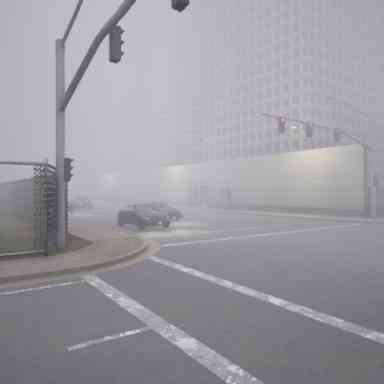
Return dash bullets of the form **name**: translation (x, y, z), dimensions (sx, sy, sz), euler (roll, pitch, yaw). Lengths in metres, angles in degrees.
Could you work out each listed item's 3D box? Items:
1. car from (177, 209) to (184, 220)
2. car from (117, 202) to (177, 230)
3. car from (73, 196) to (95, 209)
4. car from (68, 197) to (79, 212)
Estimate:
- **car**: translation (-2.812, 1.487, 26.291), dimensions (2.033, 1.411, 5.357), euler (0, 0, -35)
- **car**: translation (-3.131, 1.468, 20.687), dimensions (1.812, 1.442, 4.674), euler (0, 0, -35)
- **car**: translation (-13.974, 1.292, 42.079), dimensions (2.097, 1.767, 4.553), euler (0, 0, -35)
- **car**: translation (-14.427, 1.542, 36.645), dimensions (1.895, 1.301, 4.718), euler (0, 0, -35)
